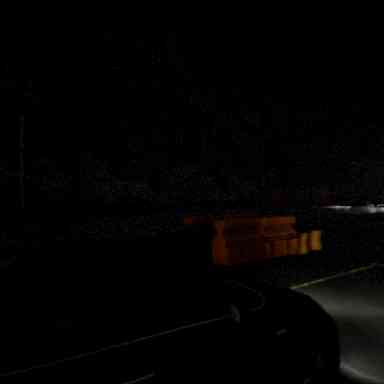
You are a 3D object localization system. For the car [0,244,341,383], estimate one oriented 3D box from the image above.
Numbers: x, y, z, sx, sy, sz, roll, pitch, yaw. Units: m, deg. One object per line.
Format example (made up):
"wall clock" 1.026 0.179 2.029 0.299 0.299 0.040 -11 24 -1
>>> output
"car" -0.498 1.347 3.400 4.553 1.767 2.097 0 0 -35

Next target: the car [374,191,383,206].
"car" 26.274 0.851 44.216 5.566 2.045 2.150 -1 0 -35

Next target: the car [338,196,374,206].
"car" 22.361 1.197 45.742 5.357 1.411 2.033 -1 0 -35

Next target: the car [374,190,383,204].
"car" 30.848 0.783 51.724 5.566 2.045 2.150 -1 0 -36
